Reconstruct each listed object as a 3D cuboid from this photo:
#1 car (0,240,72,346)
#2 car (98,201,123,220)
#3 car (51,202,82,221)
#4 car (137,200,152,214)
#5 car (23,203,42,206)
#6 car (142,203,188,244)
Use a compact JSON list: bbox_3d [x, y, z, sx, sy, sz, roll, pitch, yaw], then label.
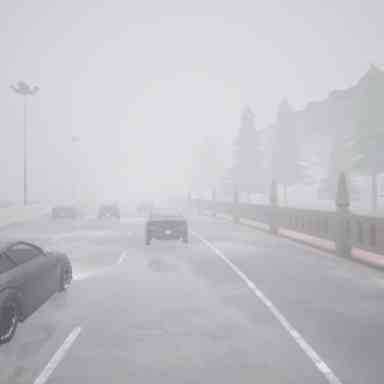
[{"bbox_3d":[-3.787,1.599,6.332,1.994,1.385,4.181,0,0,-4],"label":"car"},{"bbox_3d":[-7.244,1.599,29.404,1.837,1.490,4.892,0,0,-11],"label":"car"},{"bbox_3d":[-10.639,1.591,28.533,1.882,1.535,5.008,0,0,-11],"label":"car"},{"bbox_3d":[-5.222,1.618,37.510,1.812,1.442,4.674,0,0,-11],"label":"car"},{"bbox_3d":[-20.669,1.748,42.853,2.033,1.411,5.357,0,0,-10],"label":"car"},{"bbox_3d":[-1.358,1.512,16.234,1.882,1.535,5.008,0,0,-9],"label":"car"}]
